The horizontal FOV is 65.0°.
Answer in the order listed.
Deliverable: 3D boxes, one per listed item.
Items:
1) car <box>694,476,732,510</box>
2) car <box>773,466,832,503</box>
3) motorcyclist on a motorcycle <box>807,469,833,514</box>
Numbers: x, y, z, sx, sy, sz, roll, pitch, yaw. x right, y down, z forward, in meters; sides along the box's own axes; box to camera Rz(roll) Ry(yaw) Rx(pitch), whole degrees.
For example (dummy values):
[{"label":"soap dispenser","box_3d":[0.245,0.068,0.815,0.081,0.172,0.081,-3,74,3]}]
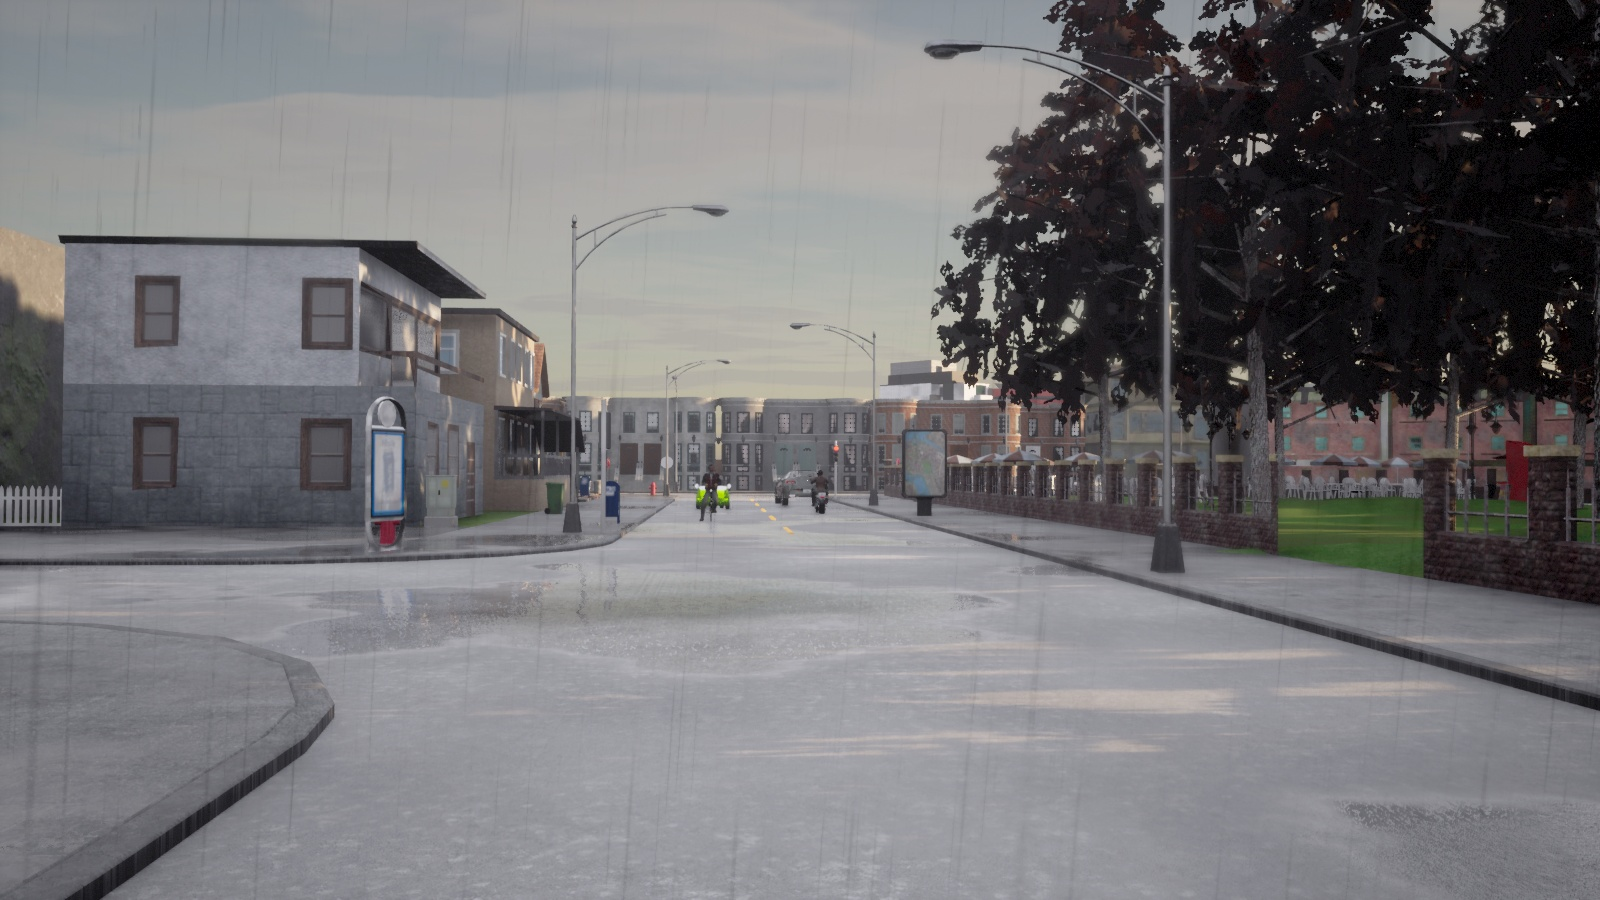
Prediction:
[{"label":"car","box_3d":[-3.529,1.740,51.108,1.481,1.376,2.207,0,-1,-4]},{"label":"car","box_3d":[0.065,1.576,58.663,2.152,1.651,5.027,0,-1,-7]},{"label":"motorcyclist on a motorcycle","box_3d":[0.743,1.550,47.011,0.766,1.649,2.350,0,-1,-4]}]
